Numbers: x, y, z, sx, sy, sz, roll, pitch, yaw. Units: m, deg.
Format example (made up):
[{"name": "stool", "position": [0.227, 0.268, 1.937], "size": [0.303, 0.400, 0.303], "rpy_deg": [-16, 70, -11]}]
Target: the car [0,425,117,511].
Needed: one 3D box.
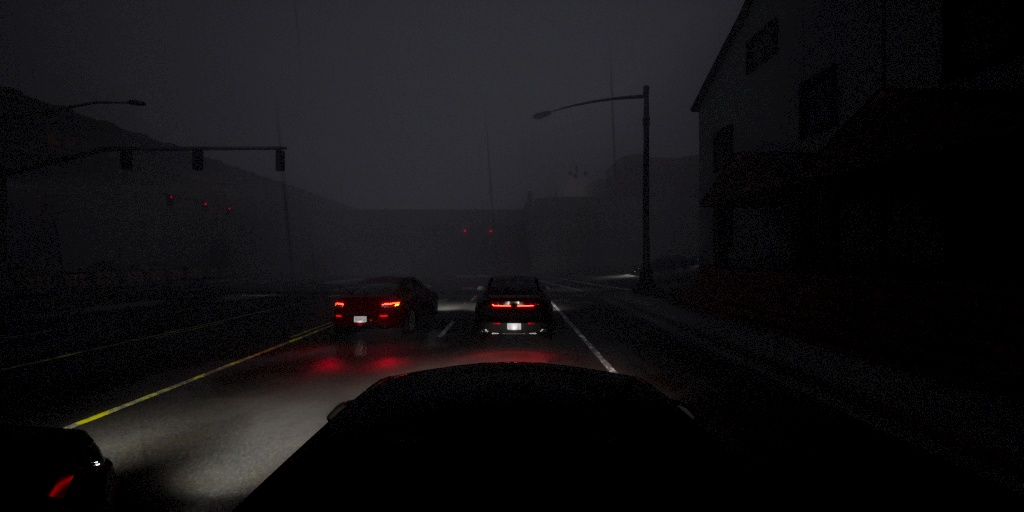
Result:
[{"name": "car", "position": [-3.401, 1.255, 0.187], "size": [1.837, 1.490, 4.892], "rpy_deg": [0, 0, 0]}]

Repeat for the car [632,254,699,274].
[{"name": "car", "position": [13.025, 0.603, 30.447], "size": [5.357, 1.411, 2.033], "rpy_deg": [-7, 0, -1]}]

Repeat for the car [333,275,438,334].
[{"name": "car", "position": [-3.454, 1.276, 10.470], "size": [1.812, 1.442, 4.674], "rpy_deg": [0, 0, 0]}]

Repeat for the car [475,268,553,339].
[{"name": "car", "position": [0.042, 1.255, 10.055], "size": [1.837, 1.490, 4.892], "rpy_deg": [0, 0, 0]}]

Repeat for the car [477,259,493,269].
[{"name": "car", "position": [-4.600, 1.297, 57.199], "size": [2.033, 1.411, 5.357], "rpy_deg": [0, 0, -2]}]
